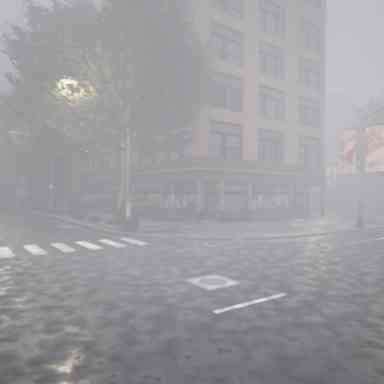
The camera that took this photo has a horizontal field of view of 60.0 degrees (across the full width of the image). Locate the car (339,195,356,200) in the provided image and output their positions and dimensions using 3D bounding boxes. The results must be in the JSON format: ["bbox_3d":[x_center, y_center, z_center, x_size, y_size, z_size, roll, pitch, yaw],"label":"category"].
[{"bbox_3d":[37.331,2.137,82.789,2.002,1.452,4.674,1,0,-36],"label":"car"}]
